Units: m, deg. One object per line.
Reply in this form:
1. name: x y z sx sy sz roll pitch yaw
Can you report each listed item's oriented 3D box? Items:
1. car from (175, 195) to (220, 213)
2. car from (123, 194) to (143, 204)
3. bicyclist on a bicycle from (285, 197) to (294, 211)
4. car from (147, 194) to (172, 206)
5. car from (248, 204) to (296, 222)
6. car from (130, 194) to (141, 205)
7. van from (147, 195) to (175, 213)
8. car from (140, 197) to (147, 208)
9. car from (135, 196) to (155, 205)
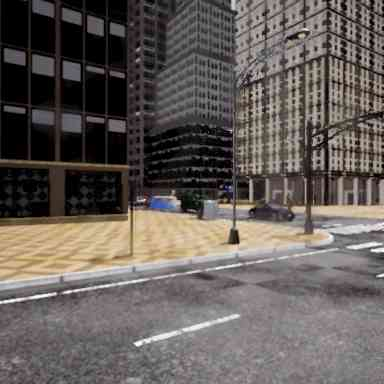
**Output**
1. car: 0.774 1.322 37.419 2.150 2.045 5.566 0 0 -34
2. car: -11.851 1.287 66.501 2.192 1.841 5.009 0 0 -34
3. bicyclist on a bicycle: 11.076 1.445 37.764 1.656 1.620 0.582 0 0 -34
4. car: -5.656 1.338 57.316 2.192 1.841 5.009 0 0 -34
5. car: 6.771 1.711 28.525 1.994 1.385 4.181 0 0 -34
6. car: -9.480 1.529 58.344 1.812 1.442 4.674 0 0 -34
7. van: -3.312 1.420 38.853 1.690 1.788 3.998 0 0 -34
8. car: -4.972 1.580 45.959 1.812 1.442 4.674 0 0 -34
9. car: -8.755 1.543 61.908 1.887 1.381 4.507 0 0 -34
